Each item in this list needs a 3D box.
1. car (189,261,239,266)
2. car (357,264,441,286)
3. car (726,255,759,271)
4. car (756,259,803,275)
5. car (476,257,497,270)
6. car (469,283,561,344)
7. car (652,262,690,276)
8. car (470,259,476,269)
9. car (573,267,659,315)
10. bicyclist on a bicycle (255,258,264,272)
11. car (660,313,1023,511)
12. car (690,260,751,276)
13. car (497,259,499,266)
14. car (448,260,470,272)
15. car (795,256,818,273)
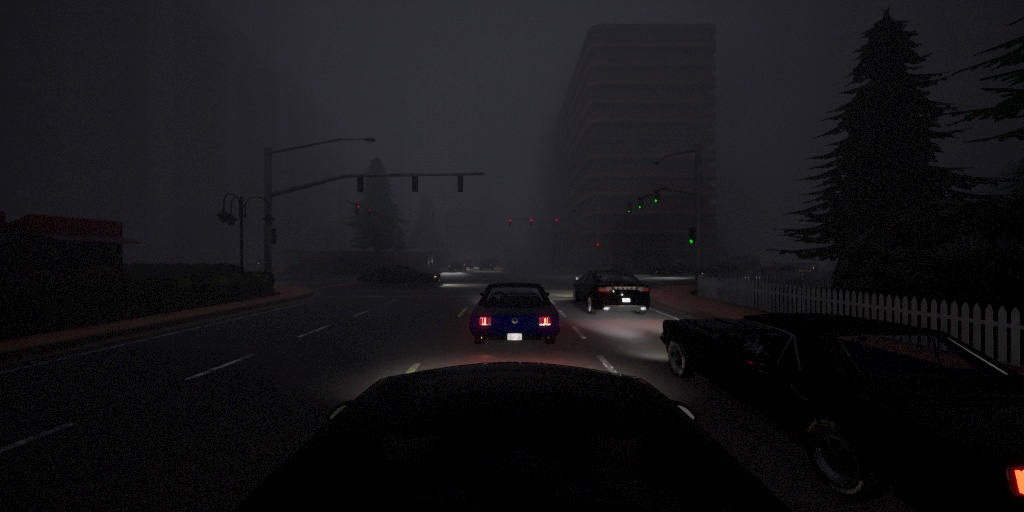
[{"bbox_3d":[-22.120,1.242,24.292,5.357,1.411,2.033,0,0,0],"label":"car"},{"bbox_3d":[-7.610,1.278,24.412,5.357,1.411,2.033,0,0,0],"label":"car"},{"bbox_3d":[25.629,0.916,40.092,5.566,2.045,2.150,0,0,-31],"label":"car"},{"bbox_3d":[27.901,1.295,37.404,4.718,1.301,1.895,0,0,-31],"label":"car"},{"bbox_3d":[-3.622,1.228,51.963,1.882,1.535,5.008,0,0,0],"label":"car"},{"bbox_3d":[0.070,1.351,9.494,1.895,1.301,4.718,0,0,0],"label":"car"},{"bbox_3d":[16.571,1.295,36.487,4.718,1.301,1.895,0,0,-14],"label":"car"},{"bbox_3d":[-7.120,1.297,56.717,2.033,1.411,5.357,0,0,0],"label":"car"},{"bbox_3d":[3.581,1.228,13.702,1.882,1.535,5.008,0,0,0],"label":"car"},{"bbox_3d":[-27.907,0.996,39.730,0.582,1.620,1.656,0,0,0],"label":"bicyclist on a bicycle"},{"bbox_3d":[3.599,1.351,4.381,1.895,1.301,4.718,0,0,0],"label":"car"},{"bbox_3d":[19.554,1.295,33.638,4.718,1.301,1.895,0,0,-18],"label":"car"},{"bbox_3d":[-3.605,1.255,62.062,1.837,1.490,4.892,0,0,0],"label":"car"},{"bbox_3d":[-7.123,1.351,47.066,1.895,1.301,4.718,0,0,0],"label":"car"},{"bbox_3d":[35.546,0.916,43.446,2.150,2.045,5.566,0,0,44],"label":"car"}]
